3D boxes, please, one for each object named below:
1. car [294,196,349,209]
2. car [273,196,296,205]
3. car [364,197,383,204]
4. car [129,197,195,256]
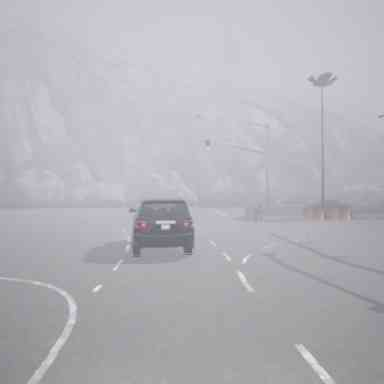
[{"bbox_3d":[13.304,1.458,33.716,4.892,1.490,1.837,-1,0,-4],"label":"car"},{"bbox_3d":[13.118,1.307,44.224,4.553,1.767,2.097,0,0,-5],"label":"car"},{"bbox_3d":[25.971,1.407,45.214,4.902,1.511,2.128,0,0,-4],"label":"car"},{"bbox_3d":[-1.315,1.229,13.420,2.150,2.045,5.566,0,0,-10],"label":"car"}]
